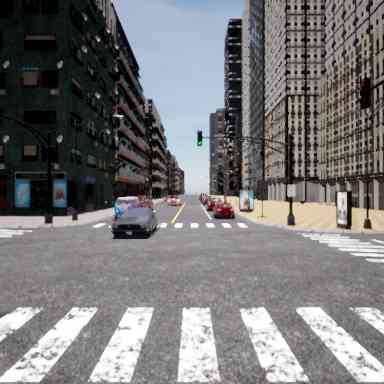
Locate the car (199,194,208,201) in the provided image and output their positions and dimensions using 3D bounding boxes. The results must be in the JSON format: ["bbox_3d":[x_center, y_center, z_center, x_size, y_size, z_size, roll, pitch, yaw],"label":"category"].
[{"bbox_3d":[2.858,1.343,84.318,2.192,1.841,5.009,0,0,0],"label":"car"}]

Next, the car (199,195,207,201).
[{"bbox_3d":[2.867,1.584,89.845,2.008,1.369,4.403,0,0,0],"label":"car"}]

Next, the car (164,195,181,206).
[{"bbox_3d":[-2.898,1.336,53.870,2.097,1.767,4.553,0,0,0],"label":"car"}]

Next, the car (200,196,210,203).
[{"bbox_3d":[2.836,1.563,73.263,1.887,1.381,4.507,0,0,0],"label":"car"}]

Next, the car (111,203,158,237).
[{"bbox_3d":[-2.966,1.546,18.302,2.033,1.411,5.357,0,0,0],"label":"car"}]

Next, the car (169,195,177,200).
[{"bbox_3d":[-5.503,1.605,95.390,1.947,1.339,4.313,0,0,0],"label":"car"}]

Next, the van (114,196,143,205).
[{"bbox_3d":[-5.627,1.340,29.059,1.690,1.788,3.998,0,0,0],"label":"van"}]

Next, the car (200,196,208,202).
[{"bbox_3d":[2.846,1.605,78.790,1.802,1.307,4.206,0,0,0],"label":"car"}]

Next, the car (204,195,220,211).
[{"bbox_3d":[2.774,1.441,40.098,1.967,1.590,4.097,0,0,0],"label":"car"}]

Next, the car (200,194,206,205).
[{"bbox_3d":[2.805,1.447,56.680,1.967,1.590,4.097,0,0,0],"label":"car"}]

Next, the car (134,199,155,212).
[{"bbox_3d":[-5.608,1.546,40.115,1.887,1.381,4.507,0,0,0],"label":"car"}]

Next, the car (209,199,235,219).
[{"bbox_3d":[2.752,1.581,29.042,1.802,1.307,4.206,0,0,0],"label":"car"}]

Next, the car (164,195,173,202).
[{"bbox_3d":[-5.533,1.463,78.807,1.967,1.590,4.097,0,0,0],"label":"car"}]

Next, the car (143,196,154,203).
[{"bbox_3d":[-5.617,1.315,34.587,2.192,1.841,5.009,0,0,0],"label":"car"}]
